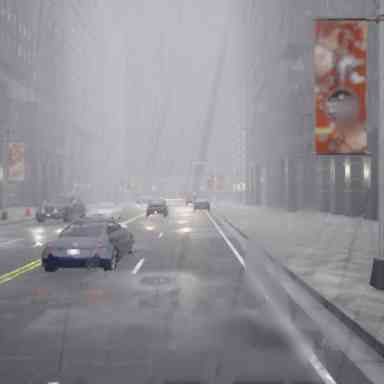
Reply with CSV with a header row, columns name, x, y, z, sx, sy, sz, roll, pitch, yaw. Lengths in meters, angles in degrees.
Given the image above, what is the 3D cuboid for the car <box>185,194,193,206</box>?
name,x,y,z,sx,sy,sz,roll,pitch,yaw
car,0.002,1.456,58.564,2.150,2.045,5.566,0,-1,0

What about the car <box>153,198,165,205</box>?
name,x,y,z,sx,sy,sz,roll,pitch,yaw
car,-6.506,1.873,65.877,1.994,1.385,4.181,0,-1,0

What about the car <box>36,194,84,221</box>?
name,x,y,z,sx,sy,sz,roll,pitch,yaw
car,-9.840,1.211,25.552,2.150,2.045,5.566,0,0,0

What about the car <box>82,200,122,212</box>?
name,x,y,z,sx,sy,sz,roll,pitch,yaw
car,-6.588,1.517,25.495,1.812,1.442,4.674,0,0,0

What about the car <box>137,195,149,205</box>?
name,x,y,z,sx,sy,sz,roll,pitch,yaw
car,-9.749,1.544,67.207,2.150,2.045,5.566,0,-1,0

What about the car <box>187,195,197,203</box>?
name,x,y,z,sx,sy,sz,roll,pitch,yaw
car,0.002,1.660,75.368,2.097,1.767,4.553,0,-1,0

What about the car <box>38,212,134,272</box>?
name,x,y,z,sx,sy,sz,roll,pitch,yaw
car,-3.149,1.560,10.836,1.994,1.385,4.181,0,0,0

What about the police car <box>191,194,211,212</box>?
name,x,y,z,sx,sy,sz,roll,pitch,yaw
police car,1.139,1.424,38.859,1.930,1.638,5.238,0,0,0

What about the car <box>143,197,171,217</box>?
name,x,y,z,sx,sy,sz,roll,pitch,yaw
car,-3.147,1.494,31.276,1.837,1.490,4.892,0,0,0
